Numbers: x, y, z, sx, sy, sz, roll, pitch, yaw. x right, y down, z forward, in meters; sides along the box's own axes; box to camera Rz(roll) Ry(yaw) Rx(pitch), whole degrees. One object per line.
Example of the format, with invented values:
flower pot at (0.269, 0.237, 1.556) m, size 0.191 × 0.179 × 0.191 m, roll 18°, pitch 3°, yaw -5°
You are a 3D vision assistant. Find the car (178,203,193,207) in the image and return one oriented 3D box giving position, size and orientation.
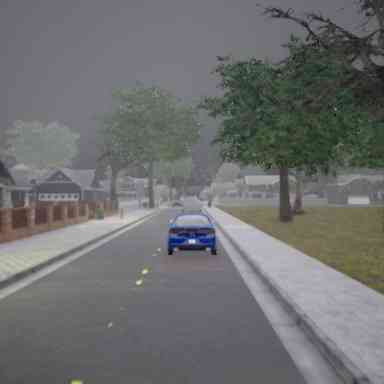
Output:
car at (0.015, 1.878, 28.256) m, size 1.895 × 1.301 × 4.718 m, roll 0°, pitch -1°, yaw 0°

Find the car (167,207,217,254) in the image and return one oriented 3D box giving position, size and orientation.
car at (0.025, 1.618, 14.258) m, size 1.882 × 1.535 × 5.008 m, roll 0°, pitch 0°, yaw 1°

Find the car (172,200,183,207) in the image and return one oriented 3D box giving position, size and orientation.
car at (-2.767, 2.184, 63.691) m, size 1.994 × 1.385 × 4.181 m, roll 0°, pitch -1°, yaw 0°
